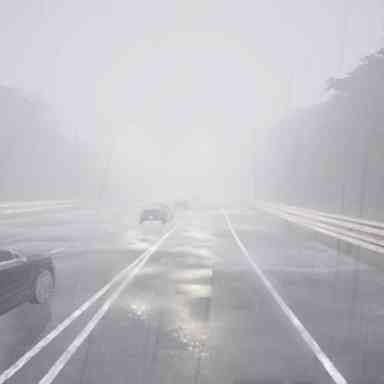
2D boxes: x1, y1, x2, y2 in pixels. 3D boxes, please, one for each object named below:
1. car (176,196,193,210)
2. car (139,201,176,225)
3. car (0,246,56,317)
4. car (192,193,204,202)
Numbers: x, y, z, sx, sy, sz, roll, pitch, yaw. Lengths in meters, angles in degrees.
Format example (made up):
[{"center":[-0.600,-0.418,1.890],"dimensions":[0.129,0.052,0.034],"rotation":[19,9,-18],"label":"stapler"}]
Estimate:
[{"center":[-1.296,1.518,42.269],"dimensions":[1.812,1.442,4.674],"rotation":[0,0,4],"label":"car"},{"center":[-2.581,1.520,24.289],"dimensions":[1.812,1.442,4.674],"rotation":[0,0,4],"label":"car"},{"center":[-3.942,1.484,5.229],"dimensions":[2.128,1.511,4.902],"rotation":[0,0,4],"label":"car"},{"center":[0.782,1.409,71.354],"dimensions":[2.128,1.511,4.902],"rotation":[0,1,4],"label":"car"}]
